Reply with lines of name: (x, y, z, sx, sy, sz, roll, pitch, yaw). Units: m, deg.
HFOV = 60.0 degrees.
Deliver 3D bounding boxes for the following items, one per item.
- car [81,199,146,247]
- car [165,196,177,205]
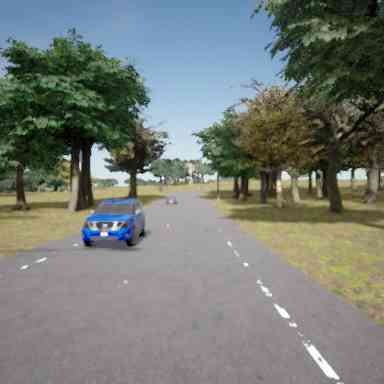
car: (-3.597, 1.391, 16.349, 2.150, 2.045, 5.566, 0, 0, 0)
car: (-3.543, 1.375, 57.812, 1.812, 1.442, 4.674, 0, 1, 1)
